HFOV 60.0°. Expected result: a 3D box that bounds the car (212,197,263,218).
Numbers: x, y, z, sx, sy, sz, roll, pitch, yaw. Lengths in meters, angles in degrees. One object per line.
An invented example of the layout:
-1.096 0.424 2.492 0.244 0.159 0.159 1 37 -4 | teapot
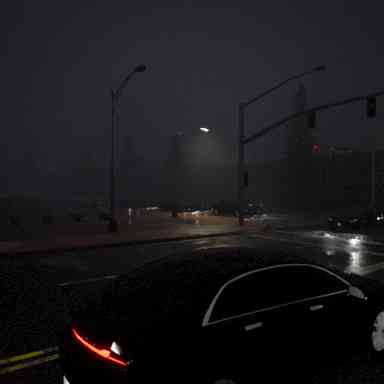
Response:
3.840 1.505 30.883 1.837 1.490 4.892 0 0 -36 | car

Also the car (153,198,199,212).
-1.964 1.547 38.708 2.033 1.411 5.357 0 0 -39 | car

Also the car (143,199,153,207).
-7.659 1.564 48.762 4.181 1.385 1.994 0 0 35 | car

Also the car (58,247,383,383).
0.858 1.505 4.408 4.892 1.490 1.837 0 0 -35 | car

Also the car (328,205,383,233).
10.009 1.525 19.731 4.674 1.442 1.812 0 0 -36 | car

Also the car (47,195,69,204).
-25.346 1.353 63.723 4.553 1.767 2.097 0 0 10 | car

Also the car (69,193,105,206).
-16.664 1.221 54.051 5.566 2.045 2.150 0 0 20 | car

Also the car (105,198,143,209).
-9.429 1.526 45.785 4.674 1.442 1.812 0 0 36 | car

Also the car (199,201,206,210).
-0.311 1.505 41.936 1.837 1.490 4.892 0 0 -41 | car
